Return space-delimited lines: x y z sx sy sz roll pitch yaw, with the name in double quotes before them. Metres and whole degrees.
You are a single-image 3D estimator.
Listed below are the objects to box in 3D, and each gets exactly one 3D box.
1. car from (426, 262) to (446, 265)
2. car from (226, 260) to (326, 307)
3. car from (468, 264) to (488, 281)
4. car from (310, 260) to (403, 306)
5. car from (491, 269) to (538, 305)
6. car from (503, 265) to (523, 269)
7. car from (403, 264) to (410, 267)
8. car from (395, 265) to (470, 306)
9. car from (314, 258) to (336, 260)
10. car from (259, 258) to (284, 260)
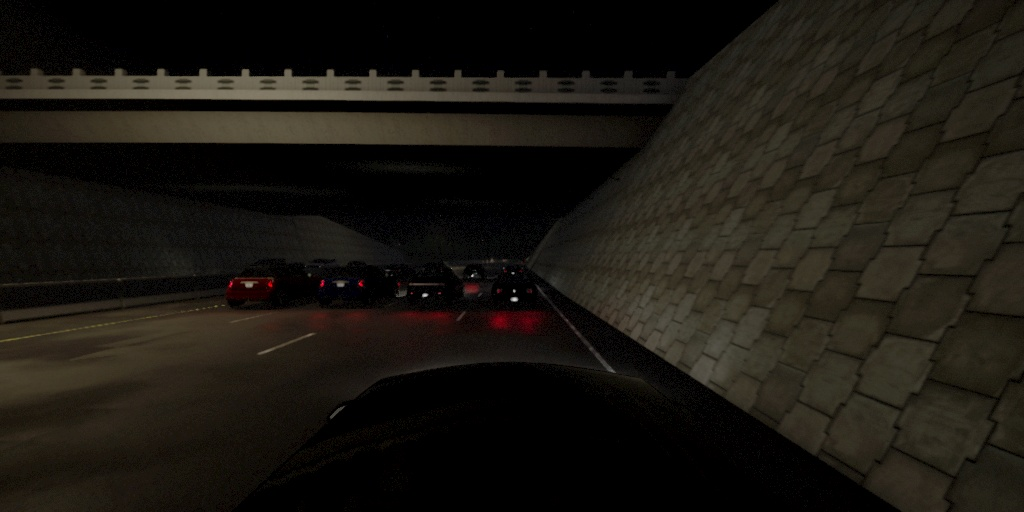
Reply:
"car" -6.900 1.327 33.071 2.097 1.767 4.553 0 0 0
"car" -10.400 1.206 16.311 2.097 1.767 4.553 0 0 0
"car" -3.400 1.482 33.414 1.837 1.490 4.892 0 0 0
"car" -6.900 1.208 16.566 2.097 1.767 4.553 0 0 0
"car" 0.100 1.458 16.624 1.895 1.301 4.718 0 0 0
"car" 0.100 1.546 34.034 1.994 1.385 4.181 0 0 0
"car" -10.401 1.468 33.337 2.128 1.511 4.902 0 0 0
"car" -3.400 1.347 16.476 2.128 1.511 4.902 0 0 0
"car" -24.595 1.292 46.520 2.150 2.045 5.566 0 0 0
"car" -31.591 1.291 46.478 2.150 2.045 5.566 0 0 0
